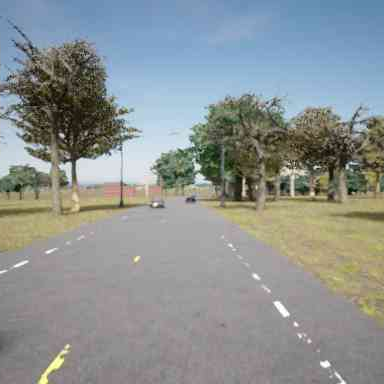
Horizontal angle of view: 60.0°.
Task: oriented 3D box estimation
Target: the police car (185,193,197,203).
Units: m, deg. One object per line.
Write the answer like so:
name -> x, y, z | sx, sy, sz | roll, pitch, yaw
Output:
police car -> -0.274, 1.317, 64.972 | 1.930, 1.638, 5.238 | 0, 0, 0

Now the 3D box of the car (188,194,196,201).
car -> -0.036, 1.332, 80.800 | 1.837, 1.490, 4.892 | 0, 0, 1

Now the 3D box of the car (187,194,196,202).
car -> -0.166, 1.329, 74.824 | 1.882, 1.535, 5.008 | 0, 0, 1

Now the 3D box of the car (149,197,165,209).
car -> -4.691, 1.447, 44.790 | 2.128, 1.511, 4.902 | 0, 0, -1
